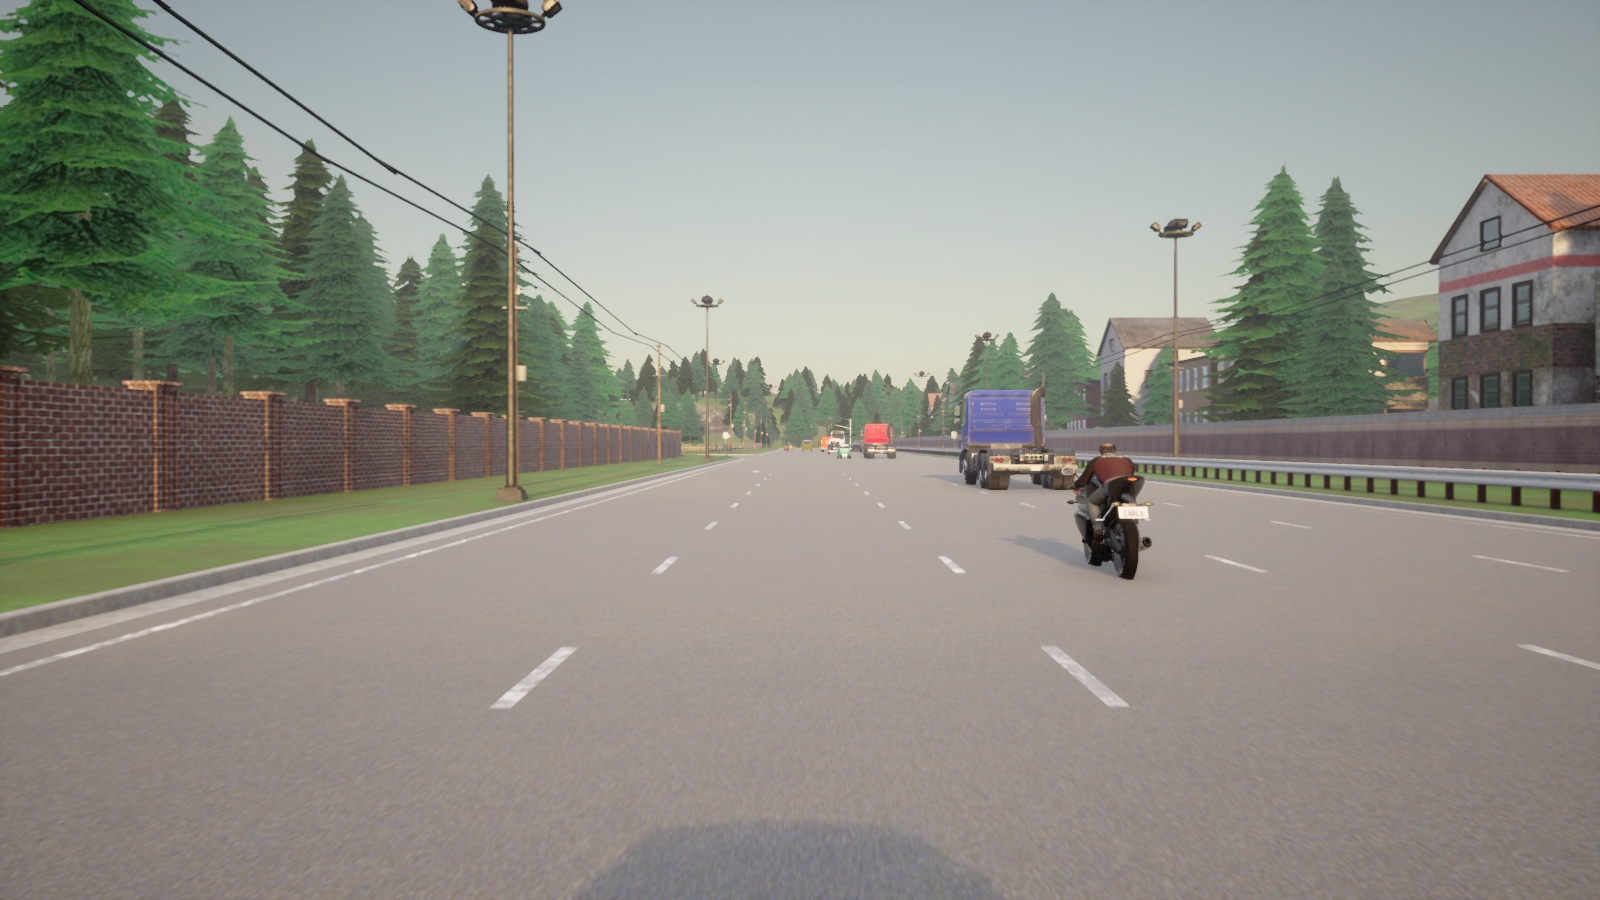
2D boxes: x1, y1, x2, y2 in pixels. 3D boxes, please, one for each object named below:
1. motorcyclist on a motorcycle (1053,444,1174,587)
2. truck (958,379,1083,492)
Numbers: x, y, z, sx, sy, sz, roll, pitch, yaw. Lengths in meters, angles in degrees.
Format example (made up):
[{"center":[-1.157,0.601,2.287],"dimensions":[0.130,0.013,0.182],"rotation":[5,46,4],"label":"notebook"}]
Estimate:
[{"center":[3.599,0.702,14.631],"dimensions":[0.866,1.530,2.191],"rotation":[0,0,0],"label":"motorcyclist on a motorcycle"},{"center":[7.259,-0.469,42.524],"dimensions":[2.891,3.462,7.936],"rotation":[0,0,0],"label":"truck"}]
